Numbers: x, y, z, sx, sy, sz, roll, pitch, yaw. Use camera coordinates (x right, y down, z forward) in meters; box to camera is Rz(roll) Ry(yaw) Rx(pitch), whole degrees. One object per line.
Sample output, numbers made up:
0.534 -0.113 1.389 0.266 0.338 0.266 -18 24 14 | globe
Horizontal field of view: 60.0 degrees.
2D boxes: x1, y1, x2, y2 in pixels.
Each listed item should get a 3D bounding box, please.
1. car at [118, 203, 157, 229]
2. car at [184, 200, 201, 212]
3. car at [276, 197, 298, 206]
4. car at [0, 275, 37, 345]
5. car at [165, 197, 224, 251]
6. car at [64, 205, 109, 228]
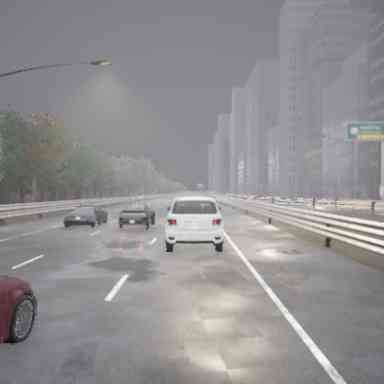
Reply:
-3.417 1.473 21.400 2.128 1.511 4.902 0 0 0 | car
0.072 1.575 38.580 1.895 1.301 4.718 0 0 0 | car
16.527 1.590 57.916 2.128 1.511 4.902 0 0 -19 | car
-3.403 1.522 3.427 1.812 1.442 4.674 0 0 0 | car
0.090 1.209 14.144 2.150 2.045 5.566 0 0 0 | car
-6.915 1.545 22.174 1.994 1.385 4.181 0 0 0 | car
